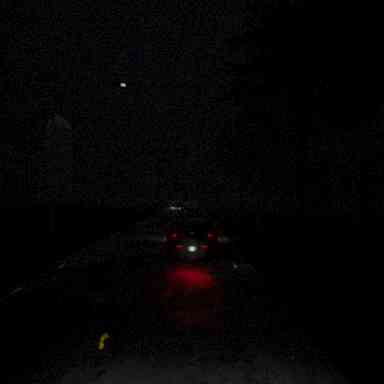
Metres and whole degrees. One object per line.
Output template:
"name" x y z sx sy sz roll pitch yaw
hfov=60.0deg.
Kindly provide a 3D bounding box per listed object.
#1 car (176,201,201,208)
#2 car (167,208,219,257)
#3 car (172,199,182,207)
"car" 0.035 1.790 28.520 2.128 1.511 4.902 0 -1 1
"car" 0.027 1.642 13.507 1.837 1.490 4.892 0 0 0
"car" -2.783 2.195 64.968 1.882 1.535 5.008 0 -1 0
